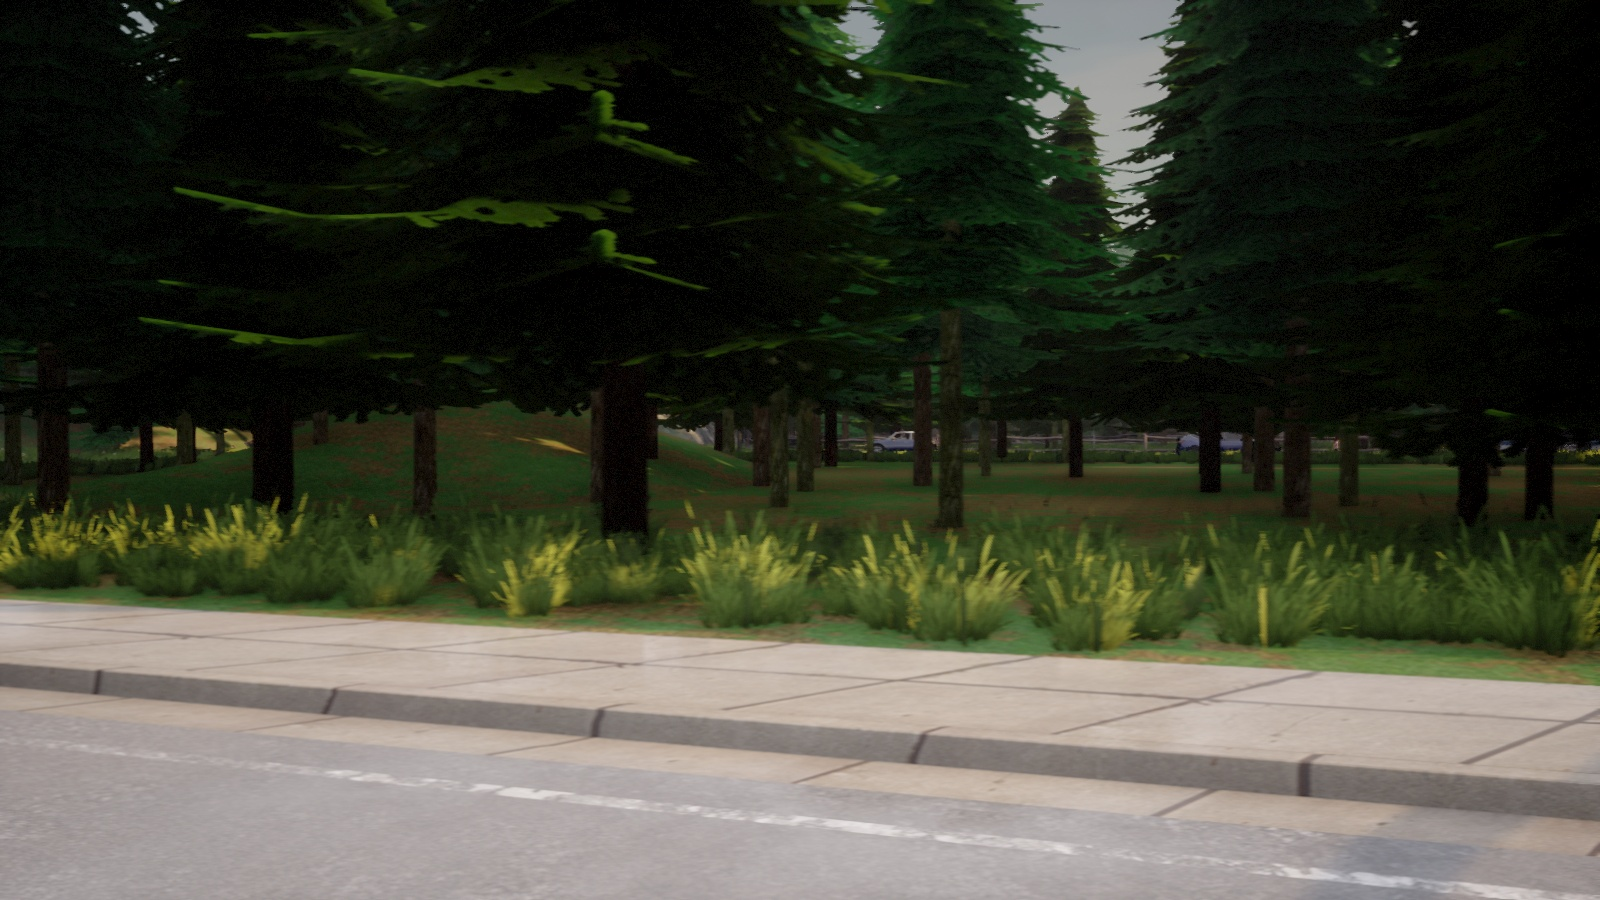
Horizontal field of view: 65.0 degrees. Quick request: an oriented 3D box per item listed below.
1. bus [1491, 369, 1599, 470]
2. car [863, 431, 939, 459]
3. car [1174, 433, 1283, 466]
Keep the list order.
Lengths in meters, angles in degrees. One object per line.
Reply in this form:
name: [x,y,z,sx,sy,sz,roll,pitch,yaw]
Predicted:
bus: [36.149,-1.286,54.450,10.273,4.253,3.944,1,1,20]
car: [5.532,-0.282,68.814,3.806,1.475,1.970,0,1,18]
car: [20.428,-0.050,59.935,4.792,1.488,2.163,1,1,19]
